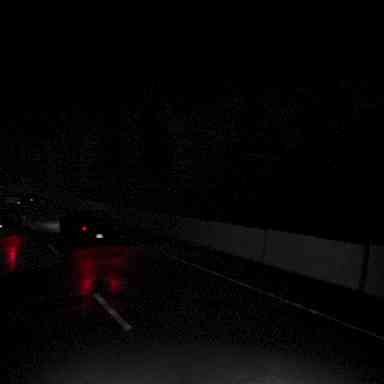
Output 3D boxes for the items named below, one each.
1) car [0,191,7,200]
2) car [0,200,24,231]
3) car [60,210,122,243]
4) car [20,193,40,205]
[{"bbox_3d":[-23.351,0.605,39.826,1.882,1.535,5.008,2,1,-31],"label":"car"},{"bbox_3d":[-10.400,1.331,18.015,1.895,1.301,4.718,2,0,-31],"label":"car"},{"bbox_3d":[-4.949,1.504,15.690,1.895,1.301,4.718,2,0,-31],"label":"car"},{"bbox_3d":[-19.915,0.809,40.888,1.994,1.385,4.181,2,1,-31],"label":"car"}]
